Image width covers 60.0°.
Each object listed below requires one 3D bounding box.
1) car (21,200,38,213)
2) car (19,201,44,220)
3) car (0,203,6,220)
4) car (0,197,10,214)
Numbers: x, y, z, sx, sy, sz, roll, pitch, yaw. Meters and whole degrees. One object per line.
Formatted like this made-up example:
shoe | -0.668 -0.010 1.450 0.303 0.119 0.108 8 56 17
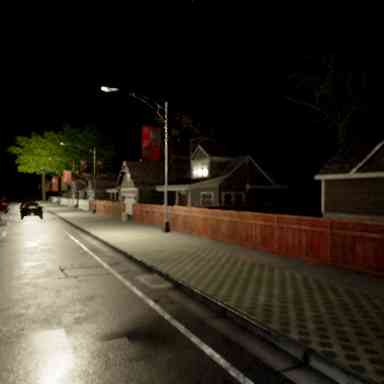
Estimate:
car | -20.852 1.831 42.546 1.882 1.535 5.008 0 -1 -27
car | -15.224 1.771 31.597 1.837 1.490 4.892 0 -1 -27
car | -17.215 1.840 28.230 1.895 1.301 4.718 0 -1 -27
car | -22.963 1.550 39.432 2.150 2.045 5.566 0 0 -26
